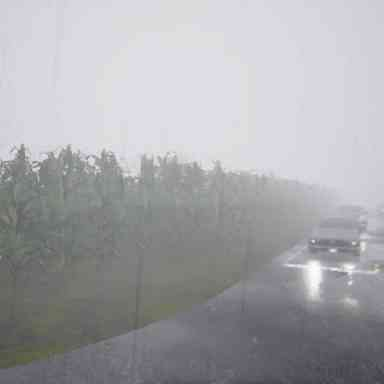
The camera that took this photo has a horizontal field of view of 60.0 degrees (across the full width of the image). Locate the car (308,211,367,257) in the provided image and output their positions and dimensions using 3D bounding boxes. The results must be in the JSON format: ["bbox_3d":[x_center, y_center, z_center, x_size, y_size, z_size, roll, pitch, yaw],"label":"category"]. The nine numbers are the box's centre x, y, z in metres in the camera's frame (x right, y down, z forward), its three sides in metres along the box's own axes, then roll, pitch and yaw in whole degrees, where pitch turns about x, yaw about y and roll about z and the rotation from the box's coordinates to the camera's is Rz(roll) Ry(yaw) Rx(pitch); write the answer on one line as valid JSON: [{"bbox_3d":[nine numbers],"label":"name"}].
[{"bbox_3d":[6.312,1.762,14.390,2.033,1.411,5.357,-1,-1,27],"label":"car"}]

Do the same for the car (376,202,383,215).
[{"bbox_3d":[23.923,2.171,40.653,1.895,1.301,4.718,-1,-1,29],"label":"car"}]

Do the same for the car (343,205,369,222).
[{"bbox_3d":[15.994,2.016,32.242,2.033,1.411,5.357,-1,-1,28],"label":"car"}]

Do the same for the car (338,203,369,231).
[{"bbox_3d":[11.065,1.689,23.192,2.097,1.767,4.553,-1,-1,28],"label":"car"}]

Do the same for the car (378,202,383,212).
[{"bbox_3d":[28.703,2.203,49.483,1.837,1.490,4.892,-1,-1,29],"label":"car"}]
